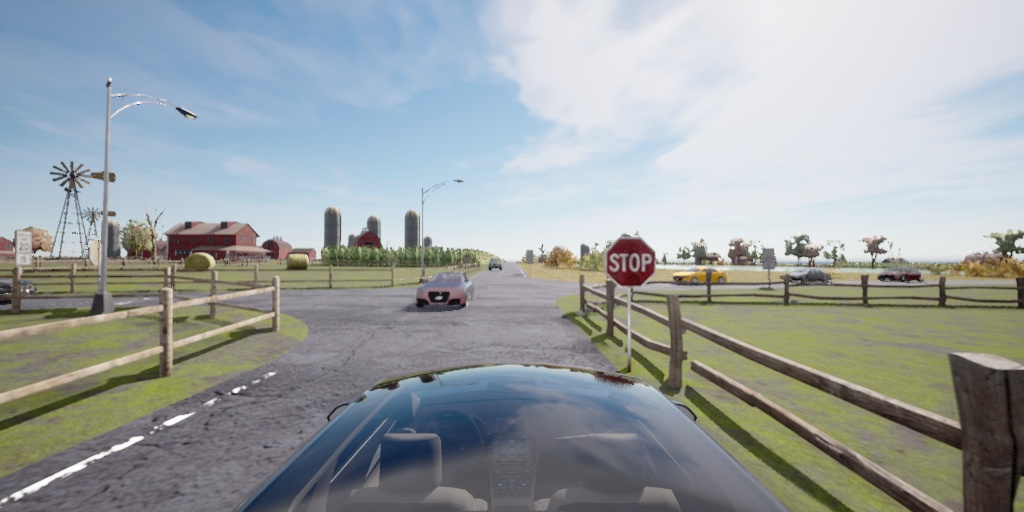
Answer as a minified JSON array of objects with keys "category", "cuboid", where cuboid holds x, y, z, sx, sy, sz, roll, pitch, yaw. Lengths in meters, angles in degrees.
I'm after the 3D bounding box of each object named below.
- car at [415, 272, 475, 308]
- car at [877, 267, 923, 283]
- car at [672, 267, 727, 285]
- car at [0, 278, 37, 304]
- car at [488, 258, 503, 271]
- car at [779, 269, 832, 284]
[{"category":"car","cuboid":[-2.729,1.388,15.401,1.994,1.385,4.181,0,0,0]},{"category":"car","cuboid":[43.774,2.054,40.507,4.553,1.767,2.097,1,-1,-17]},{"category":"car","cuboid":[16.065,1.684,30.755,5.008,1.535,1.882,1,-1,-21]},{"category":"car","cuboid":[-19.998,1.009,12.183,4.892,1.490,1.837,1,-1,-24]},{"category":"car","cuboid":[-2.663,1.347,57.972,2.150,2.045,5.566,0,0,0]},{"category":"car","cuboid":[29.252,1.987,35.647,5.357,1.411,2.033,1,-1,-19]}]
